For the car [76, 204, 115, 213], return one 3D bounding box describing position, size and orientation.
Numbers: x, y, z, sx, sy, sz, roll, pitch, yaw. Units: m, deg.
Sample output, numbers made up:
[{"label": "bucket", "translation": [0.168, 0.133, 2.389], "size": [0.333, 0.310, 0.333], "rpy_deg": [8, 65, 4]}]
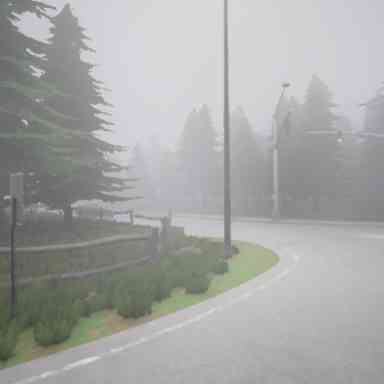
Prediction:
[{"label": "car", "translation": [-8.719, 1.733, 29.895], "size": [1.895, 1.301, 4.718], "rpy_deg": [0, 0, -41]}]
